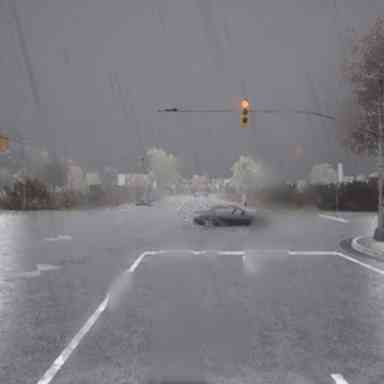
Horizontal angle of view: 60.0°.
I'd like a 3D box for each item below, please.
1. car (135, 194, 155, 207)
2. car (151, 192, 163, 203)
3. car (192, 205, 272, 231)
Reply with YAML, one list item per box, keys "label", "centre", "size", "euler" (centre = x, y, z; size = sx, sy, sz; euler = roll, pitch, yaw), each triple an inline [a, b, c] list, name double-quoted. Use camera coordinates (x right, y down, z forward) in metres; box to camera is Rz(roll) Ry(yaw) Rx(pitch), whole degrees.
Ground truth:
- label: "car"
  centre: [-7.011, 1.445, 48.647]
  size: [1.994, 1.385, 4.181]
  euler: [0, 0, 0]
- label: "car"
  centre: [-6.932, 1.064, 64.192]
  size: [2.150, 2.045, 5.566]
  euler: [0, 0, 1]
- label: "car"
  centre: [2.351, 1.483, 19.716]
  size: [4.674, 1.442, 1.812]
  euler: [0, 0, 3]
